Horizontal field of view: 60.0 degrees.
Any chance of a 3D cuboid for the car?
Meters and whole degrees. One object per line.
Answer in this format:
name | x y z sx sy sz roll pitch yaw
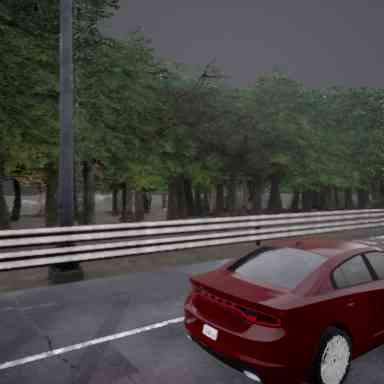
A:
car | 2.232 1.478 5.307 5.008 1.535 1.882 0 0 -35
